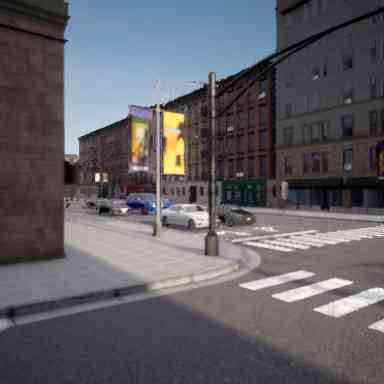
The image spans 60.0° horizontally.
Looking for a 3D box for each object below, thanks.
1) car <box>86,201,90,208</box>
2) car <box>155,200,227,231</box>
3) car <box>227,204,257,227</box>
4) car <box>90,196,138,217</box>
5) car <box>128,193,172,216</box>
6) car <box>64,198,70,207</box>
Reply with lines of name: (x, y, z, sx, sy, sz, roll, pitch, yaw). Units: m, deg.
car: (-11.898, 1.456, 42.484, 1.895, 1.301, 4.718, 0, 0, -36)
car: (-0.217, 1.477, 20.710, 1.812, 1.442, 4.674, 0, 0, -36)
car: (2.413, 1.512, 22.624, 1.994, 1.385, 4.181, 0, 0, -36)
car: (-7.219, 1.399, 30.417, 2.128, 1.511, 4.902, 0, 0, -36)
car: (-4.531, 1.127, 32.248, 2.150, 2.045, 5.566, 0, 0, -36)
car: (-18.615, 1.378, 46.319, 2.033, 1.411, 5.357, 0, 0, -35)
